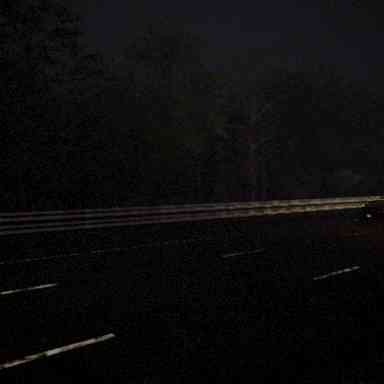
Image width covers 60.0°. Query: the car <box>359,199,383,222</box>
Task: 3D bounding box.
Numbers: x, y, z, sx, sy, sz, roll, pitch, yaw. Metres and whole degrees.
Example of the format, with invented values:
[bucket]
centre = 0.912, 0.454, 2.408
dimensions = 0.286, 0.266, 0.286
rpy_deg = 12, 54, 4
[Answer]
[car]
centre = 12.465, 1.194, 21.238
dimensions = 4.674, 1.442, 1.812
rpy_deg = -1, 1, -35
